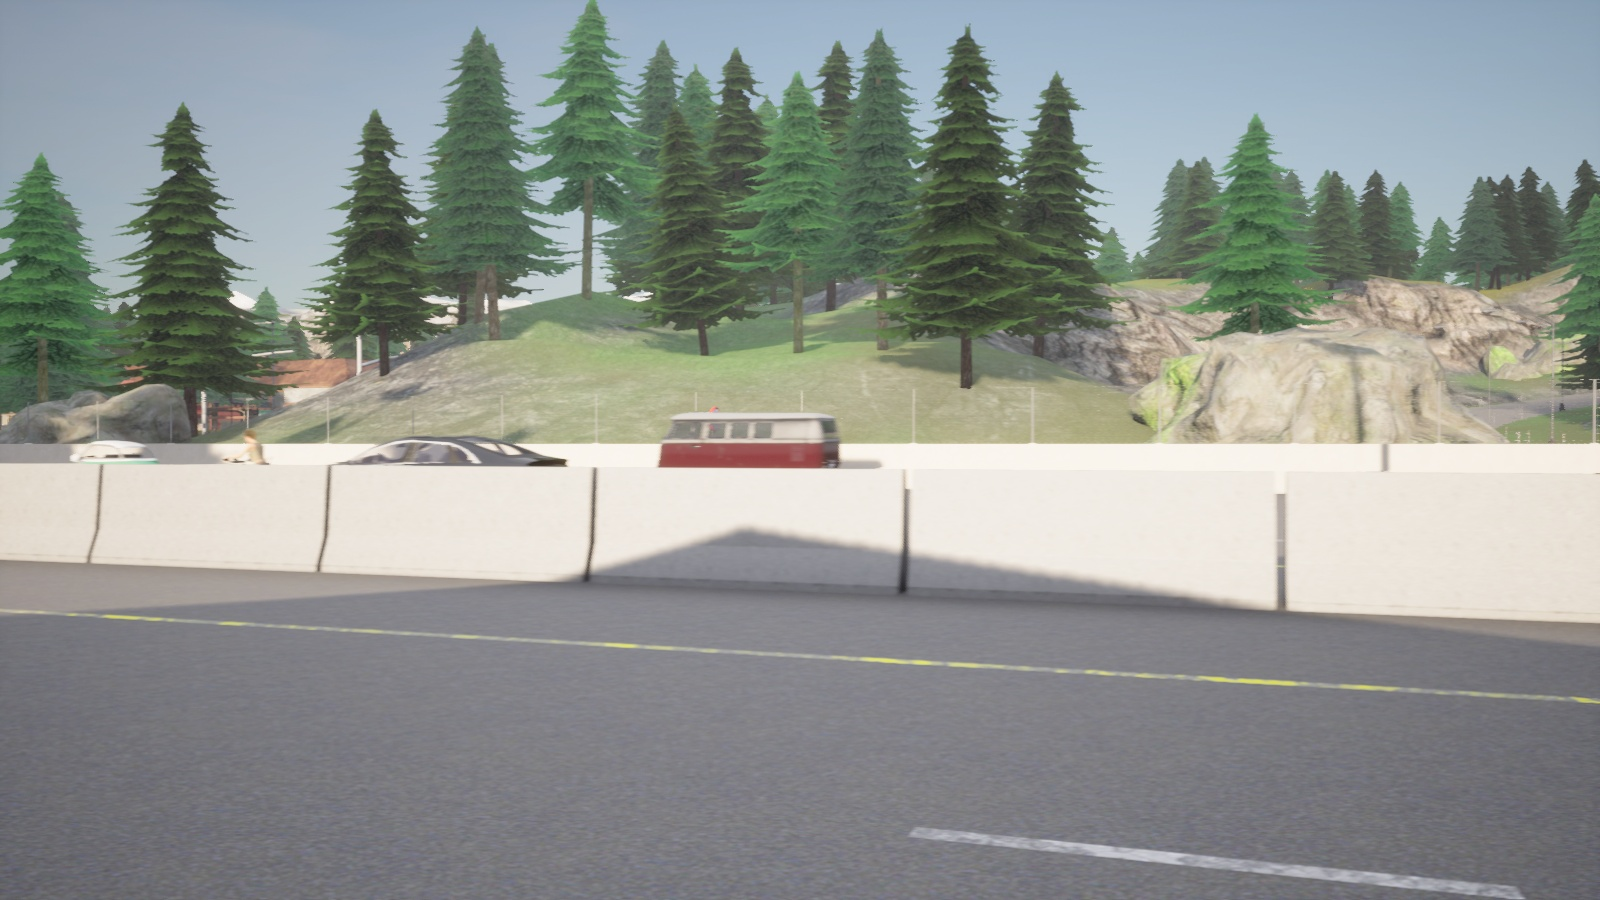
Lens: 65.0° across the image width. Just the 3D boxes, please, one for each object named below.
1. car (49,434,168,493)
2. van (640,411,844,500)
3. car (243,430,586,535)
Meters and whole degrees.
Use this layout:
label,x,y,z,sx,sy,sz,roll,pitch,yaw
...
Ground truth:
label,x,y,z,sx,sy,sz,roll,pitch,yaw
car,-17.123,0.318,31.110,2.207,1.376,1.481,1,1,19
van,-1.363,0.101,29.493,4.442,1.987,1.775,0,1,19
car,-6.110,0.439,20.018,4.902,1.511,2.128,1,1,19
